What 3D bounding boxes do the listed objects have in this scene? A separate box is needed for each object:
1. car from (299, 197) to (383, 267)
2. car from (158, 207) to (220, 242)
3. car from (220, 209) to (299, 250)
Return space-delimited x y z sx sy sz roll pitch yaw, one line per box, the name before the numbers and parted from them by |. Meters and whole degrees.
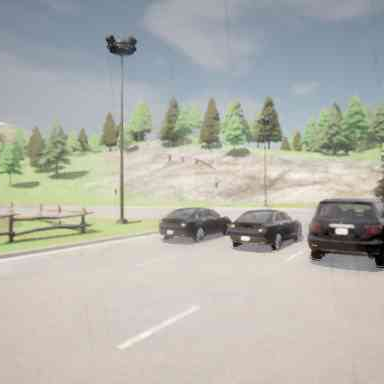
car | 5.736 1.200 11.699 2.150 2.045 5.566 0 0 34
car | 0.311 1.484 16.379 1.837 1.490 4.892 0 0 32
car | 3.302 1.482 14.383 1.837 1.490 4.892 0 0 33
